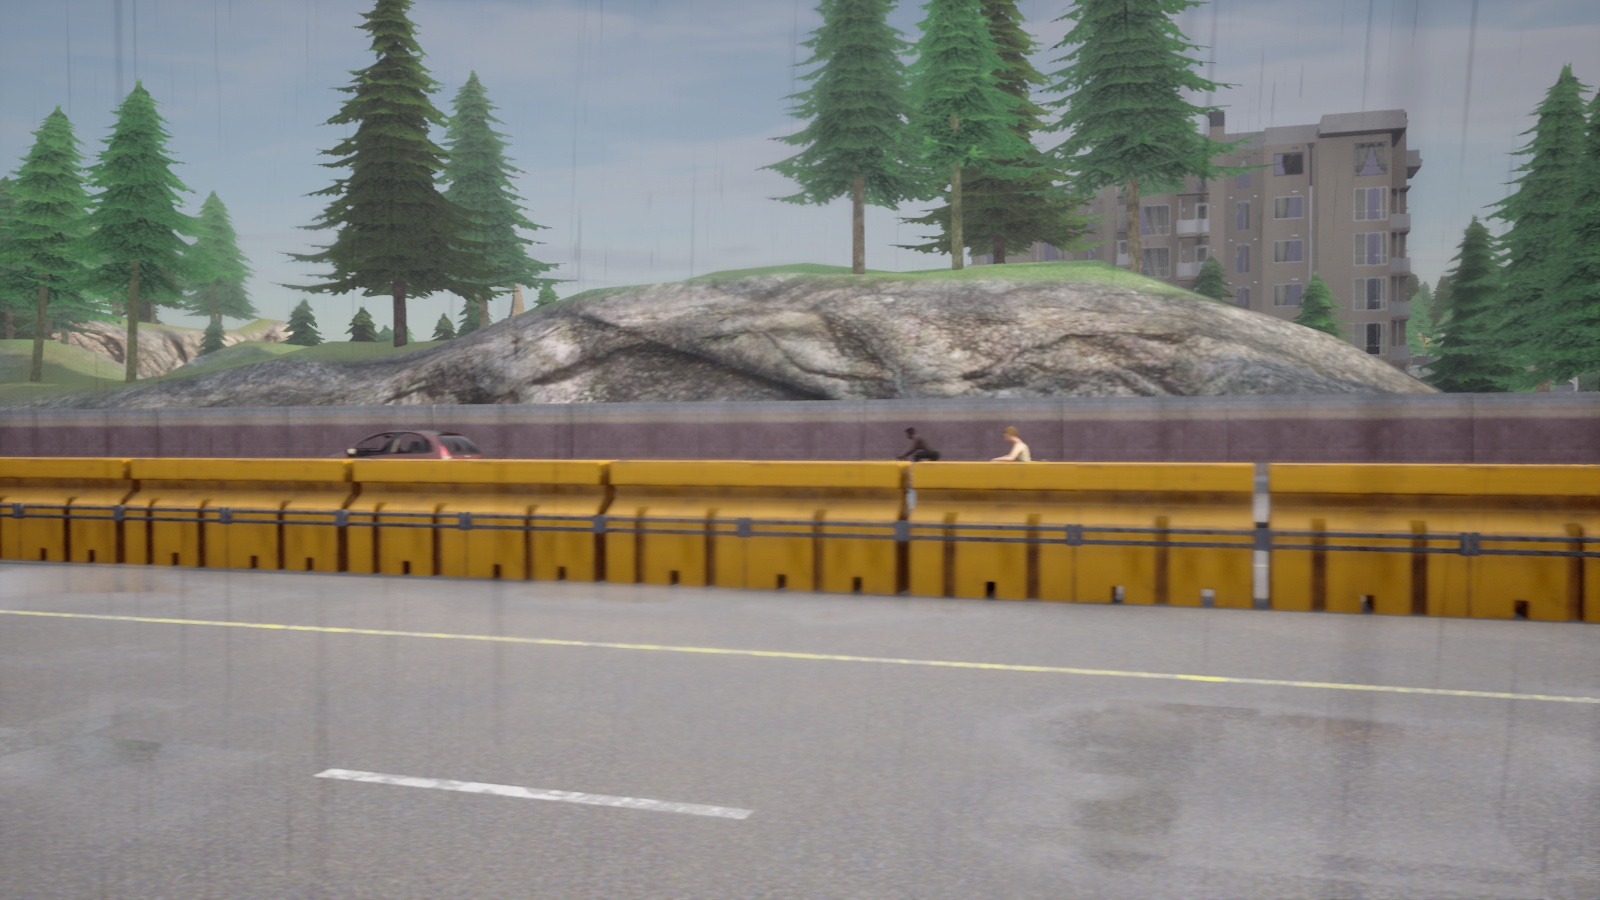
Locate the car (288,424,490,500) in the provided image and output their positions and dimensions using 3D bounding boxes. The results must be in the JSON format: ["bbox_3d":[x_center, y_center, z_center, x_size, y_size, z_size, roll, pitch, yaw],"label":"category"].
[{"bbox_3d":[-9.251,0.235,28.332,3.988,1.617,1.851,1,1,18],"label":"car"}]
